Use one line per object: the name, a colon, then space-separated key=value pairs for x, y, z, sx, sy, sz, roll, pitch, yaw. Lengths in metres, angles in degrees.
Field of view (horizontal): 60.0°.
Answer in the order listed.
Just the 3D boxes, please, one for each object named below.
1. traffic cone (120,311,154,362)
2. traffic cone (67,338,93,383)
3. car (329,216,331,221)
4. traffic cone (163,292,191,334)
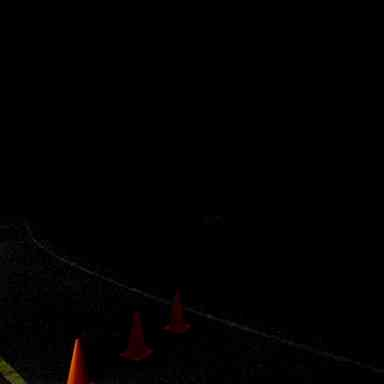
traffic cone: x=-0.758 y=1.938 z=4.585 sx=0.340 sy=0.580 sz=0.340 roll=1 pitch=1 yaw=31
traffic cone: x=-1.277 y=1.945 z=3.735 sx=0.340 sy=0.580 sz=0.340 roll=1 pitch=1 yaw=31
car: x=35.618 y=6.632 z=82.732 sx=1.851 sy=1.617 sz=3.988 roll=-4 pitch=-3 yaw=4
traffic cone: x=-0.238 y=1.931 z=5.435 sx=0.340 sy=0.580 sz=0.340 roll=1 pitch=1 yaw=31
